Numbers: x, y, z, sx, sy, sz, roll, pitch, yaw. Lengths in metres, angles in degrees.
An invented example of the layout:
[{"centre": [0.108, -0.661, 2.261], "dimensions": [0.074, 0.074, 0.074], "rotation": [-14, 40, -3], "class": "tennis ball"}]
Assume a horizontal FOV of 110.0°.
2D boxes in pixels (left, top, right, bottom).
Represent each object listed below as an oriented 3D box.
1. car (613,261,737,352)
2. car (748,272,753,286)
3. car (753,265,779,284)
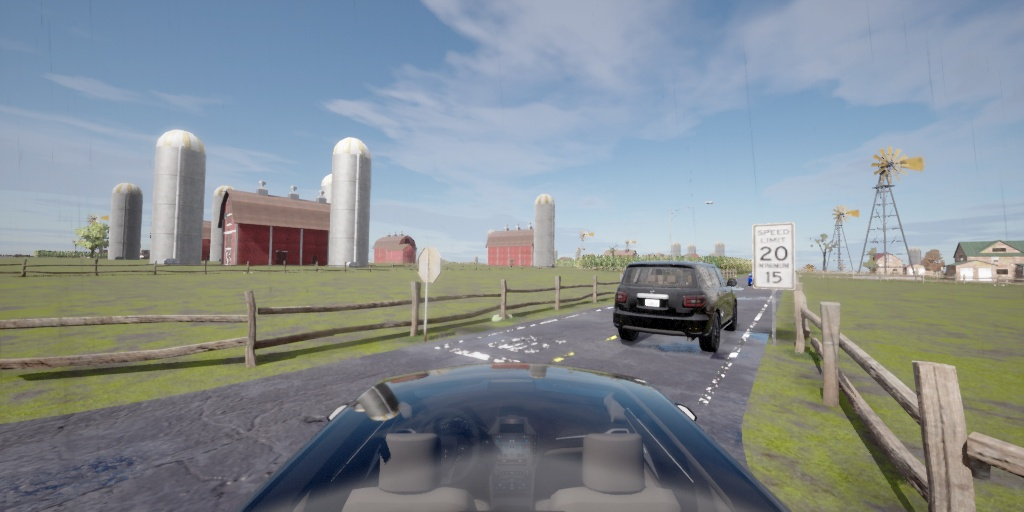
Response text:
[{"centre": [4.676, 1.171, 9.862], "dimensions": [2.150, 2.045, 5.566], "rotation": [-1, -2, 38], "class": "car"}, {"centre": [24.354, 2.177, 35.032], "dimensions": [1.882, 1.535, 5.008], "rotation": [-1, -2, 38], "class": "car"}, {"centre": [30.628, 2.165, 43.156], "dimensions": [2.150, 2.045, 5.566], "rotation": [-1, -2, 38], "class": "car"}]
